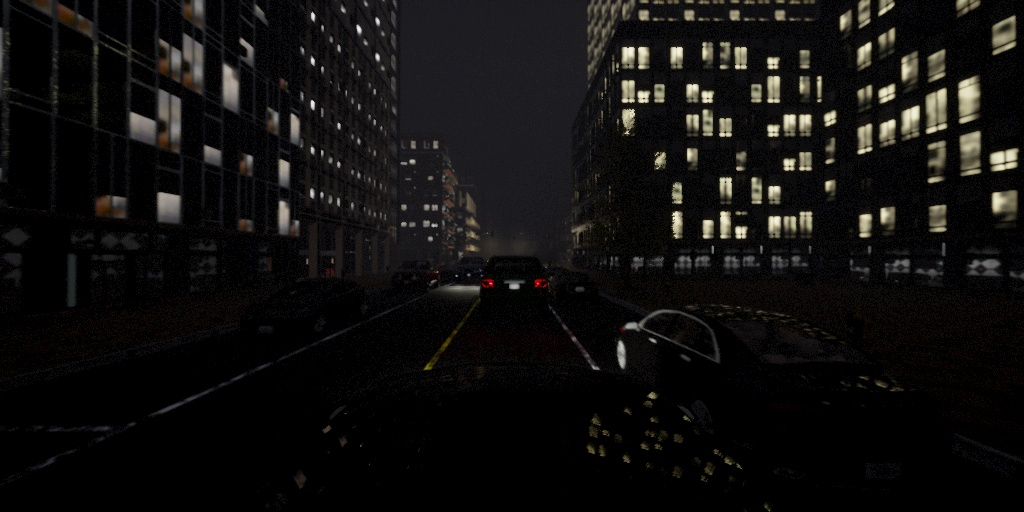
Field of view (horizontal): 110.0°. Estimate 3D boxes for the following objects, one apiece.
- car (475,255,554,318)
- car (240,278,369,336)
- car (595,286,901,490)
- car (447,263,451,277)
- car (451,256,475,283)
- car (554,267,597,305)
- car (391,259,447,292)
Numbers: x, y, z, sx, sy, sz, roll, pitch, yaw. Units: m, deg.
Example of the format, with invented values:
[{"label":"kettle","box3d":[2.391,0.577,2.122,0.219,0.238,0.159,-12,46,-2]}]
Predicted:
[{"label":"car","box3d":[0.082,0.988,13.167,2.150,2.045,5.566,0,0,0]},{"label":"car","box3d":[-5.691,1.329,10.464,1.948,1.339,4.313,0,0,0]},{"label":"car","box3d":[2.658,1.305,4.750,2.007,1.370,4.403,0,0,0]},{"label":"car","box3d":[-5.693,1.351,33.221,1.888,1.381,4.507,0,0,0]},{"label":"car","box3d":[-3.104,1.018,28.520,2.150,2.045,5.566,0,0,0]},{"label":"car","box3d":[2.656,1.338,16.128,1.948,1.339,4.313,0,0,0]},{"label":"car","box3d":[-5.692,1.097,21.842,2.192,1.841,5.009,0,0,0]}]
